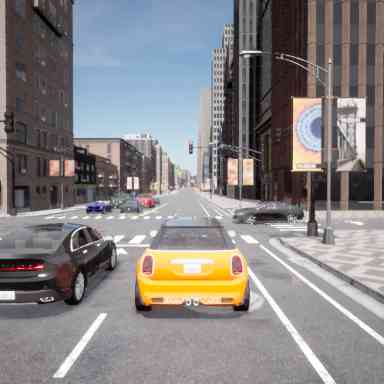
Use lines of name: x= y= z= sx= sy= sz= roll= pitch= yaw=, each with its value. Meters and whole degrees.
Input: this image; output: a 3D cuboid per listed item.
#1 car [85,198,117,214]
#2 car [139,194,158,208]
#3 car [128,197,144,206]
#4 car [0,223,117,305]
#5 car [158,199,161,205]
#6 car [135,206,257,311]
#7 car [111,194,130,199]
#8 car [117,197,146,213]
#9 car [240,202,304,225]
car: x=-9.840 y=1.616 z=35.585 sx=1.895 sy=1.301 sz=4.718 roll=0 pitch=0 yaw=0
car: x=-6.580 y=1.245 z=47.302 sx=2.150 sy=2.045 sz=5.566 roll=0 pitch=0 yaw=1
car: x=-9.811 y=1.590 z=58.310 sx=1.994 sy=1.385 sz=4.181 roll=0 pitch=0 yaw=0
car: x=-3.151 y=1.504 z=8.055 sx=1.837 sy=1.490 sz=4.892 roll=0 pitch=0 yaw=0
car: x=-6.563 y=1.590 z=57.617 sx=1.994 sy=1.385 sz=4.181 roll=0 pitch=0 yaw=0
car: x=0.013 y=1.351 z=7.909 sx=2.097 sy=1.767 sz=4.553 roll=0 pitch=0 yaw=0
car: x=-9.831 y=1.241 z=46.215 sx=2.150 sy=2.045 sz=5.566 roll=0 pitch=0 yaw=1
car: x=-6.591 y=1.580 z=36.743 sx=1.994 sy=1.385 sz=4.181 roll=0 pitch=0 yaw=0
car: x=5.262 y=1.444 z=23.147 sx=4.902 sy=1.511 sz=2.128 roll=0 pitch=1 yaw=-5
